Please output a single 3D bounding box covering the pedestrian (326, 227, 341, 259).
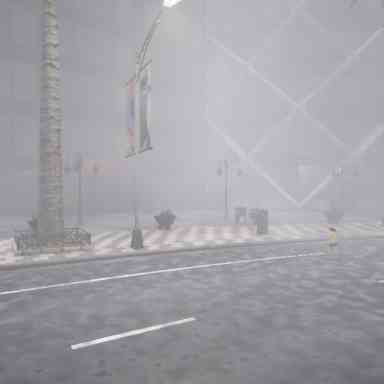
[{"bbox_3d":[4.803,1.674,11.293,0.500,1.100,0.500,0,0,-23],"label":"pedestrian"}]
